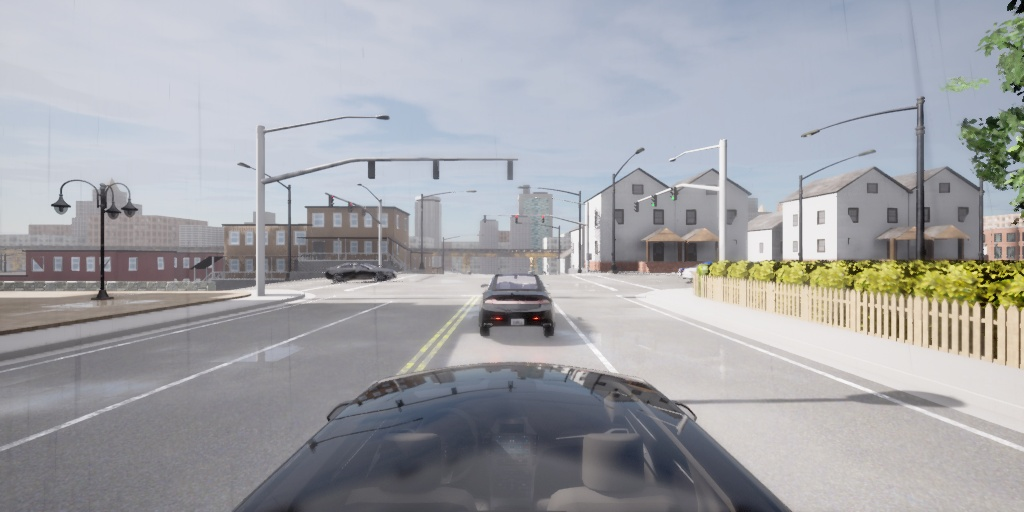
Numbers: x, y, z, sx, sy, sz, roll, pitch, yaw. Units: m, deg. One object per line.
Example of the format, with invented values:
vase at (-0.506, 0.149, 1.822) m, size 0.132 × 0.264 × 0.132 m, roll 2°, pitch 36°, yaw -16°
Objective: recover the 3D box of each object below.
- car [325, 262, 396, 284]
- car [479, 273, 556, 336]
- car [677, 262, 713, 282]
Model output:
car at (-11.194, 1.218, 26.615) m, size 4.902 × 1.511 × 2.128 m, roll -1°, pitch 0°, yaw -7°
car at (0.114, 1.242, 10.332) m, size 2.128 × 1.511 × 4.902 m, roll 0°, pitch 0°, yaw 0°
car at (15.175, 1.275, 26.657) m, size 4.674 × 1.442 × 1.812 m, roll 0°, pitch 0°, yaw -1°
